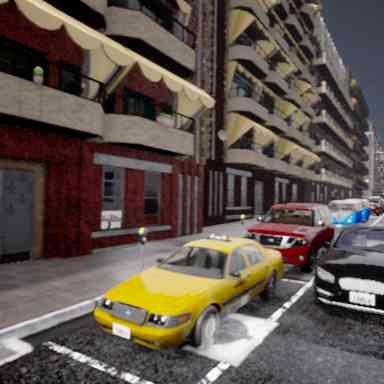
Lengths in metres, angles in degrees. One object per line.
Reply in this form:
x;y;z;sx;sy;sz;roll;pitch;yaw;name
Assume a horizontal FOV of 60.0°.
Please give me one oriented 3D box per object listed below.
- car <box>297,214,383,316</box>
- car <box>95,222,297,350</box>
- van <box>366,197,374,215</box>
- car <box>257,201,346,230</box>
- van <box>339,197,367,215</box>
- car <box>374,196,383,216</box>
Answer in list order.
4.166;1.516;7.588;2.128;1.511;4.902;0;0;33;car
0.382;1.529;6.425;1.752;1.417;4.829;2;1;33;car
12.457;1.429;25.164;1.690;1.788;3.998;2;1;33;van
3.475;1.337;11.215;2.192;1.841;5.009;2;1;33;car
9.462;1.405;20.513;1.690;1.788;3.998;2;1;33;van
18.446;1.456;34.462;2.192;1.841;5.009;2;1;33;car
